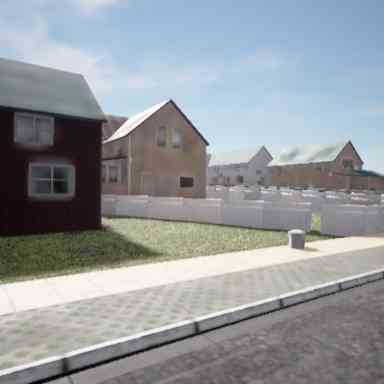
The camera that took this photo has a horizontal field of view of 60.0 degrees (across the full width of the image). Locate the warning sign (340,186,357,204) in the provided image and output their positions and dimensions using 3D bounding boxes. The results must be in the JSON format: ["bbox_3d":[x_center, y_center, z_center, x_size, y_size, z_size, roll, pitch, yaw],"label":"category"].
[{"bbox_3d":[16.239,0.290,34.568,1.300,1.860,1.060,-3,1,-34],"label":"warning sign"}]
